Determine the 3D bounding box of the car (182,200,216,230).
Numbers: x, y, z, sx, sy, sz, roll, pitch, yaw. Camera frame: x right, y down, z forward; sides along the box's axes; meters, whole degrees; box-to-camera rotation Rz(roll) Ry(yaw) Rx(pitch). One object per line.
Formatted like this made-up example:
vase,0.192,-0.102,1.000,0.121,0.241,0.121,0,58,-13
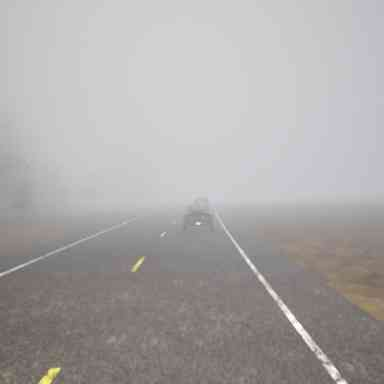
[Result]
car,0.412,1.507,20.977,1.837,1.490,4.892,0,0,1

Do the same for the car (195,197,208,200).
car,1.115,1.350,39.545,2.097,1.767,4.553,0,0,3
